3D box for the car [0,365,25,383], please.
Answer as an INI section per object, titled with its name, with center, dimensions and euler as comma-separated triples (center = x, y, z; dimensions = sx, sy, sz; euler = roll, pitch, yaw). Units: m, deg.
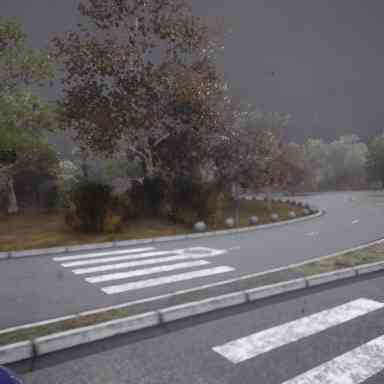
[car]
center = -3.129, 1.526, 1.184
dimensions = 4.674, 1.442, 1.812
euler = 0, 0, -35
